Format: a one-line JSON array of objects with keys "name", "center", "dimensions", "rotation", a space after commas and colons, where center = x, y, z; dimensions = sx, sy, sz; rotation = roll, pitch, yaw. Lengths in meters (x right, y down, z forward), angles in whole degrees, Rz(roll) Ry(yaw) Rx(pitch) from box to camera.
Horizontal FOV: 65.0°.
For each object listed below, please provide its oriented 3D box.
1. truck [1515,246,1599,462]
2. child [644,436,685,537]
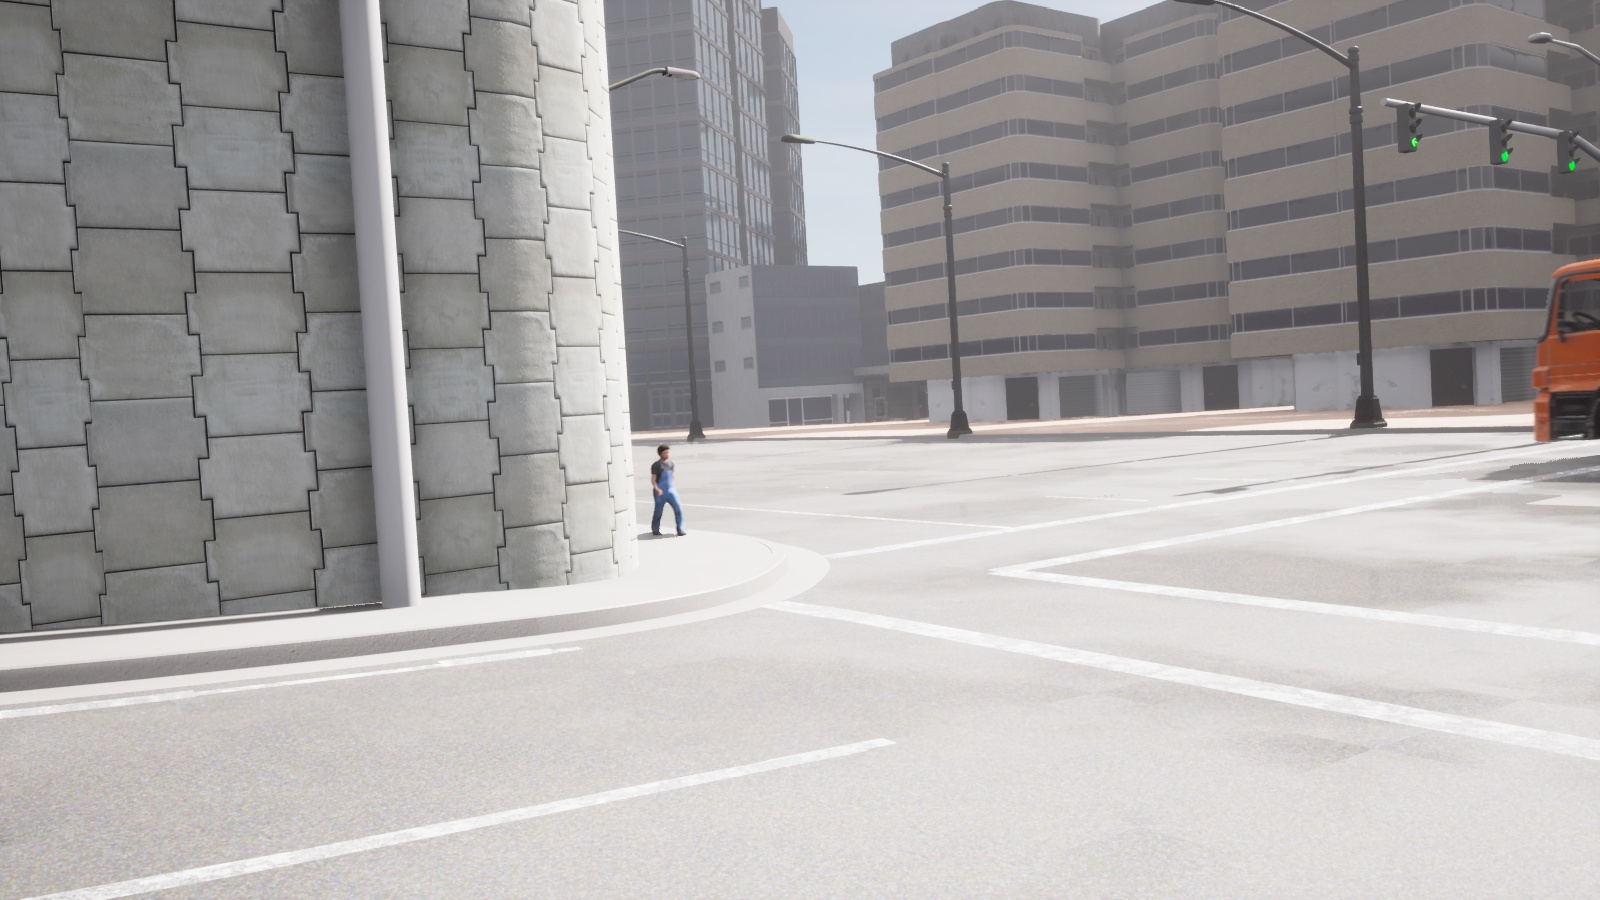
[{"name": "truck", "center": [15.570, -1.647, 18.745], "dimensions": [2.891, 3.462, 7.936], "rotation": [-5, 3, -35]}, {"name": "child", "center": [-1.748, 0.460, 16.168], "dimensions": [0.270, 1.263, 0.437], "rotation": [-5, 3, -34]}]
